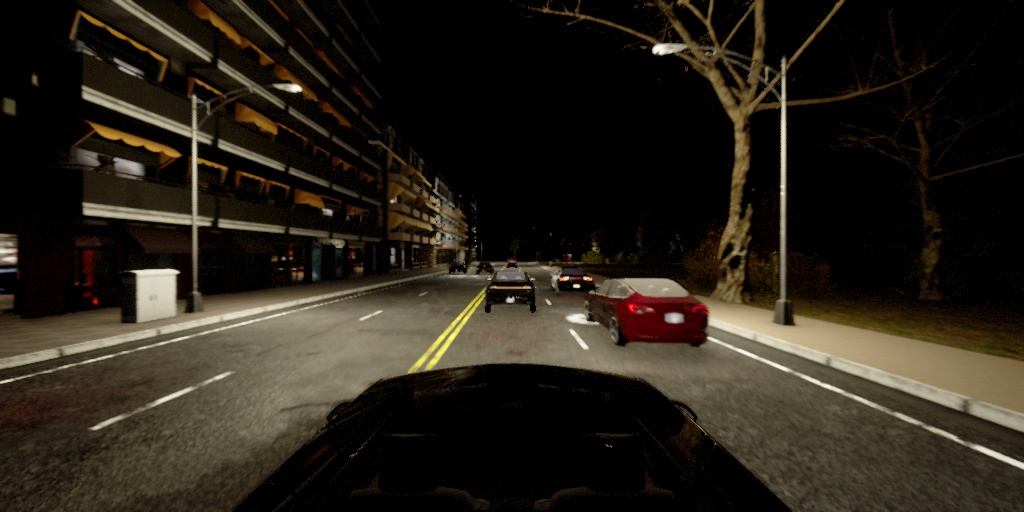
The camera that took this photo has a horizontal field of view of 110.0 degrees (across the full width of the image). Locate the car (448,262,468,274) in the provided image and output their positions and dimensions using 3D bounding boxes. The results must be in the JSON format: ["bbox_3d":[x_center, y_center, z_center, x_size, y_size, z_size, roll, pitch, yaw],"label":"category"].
[{"bbox_3d":[-6.490,1.428,43.843,1.994,1.385,4.181,0,0,0],"label":"car"}]

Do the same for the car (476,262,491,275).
[{"bbox_3d":[-3.245,1.480,43.198,1.812,1.442,4.674,0,0,0],"label":"car"}]

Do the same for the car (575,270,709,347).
[{"bbox_3d":[3.252,1.293,9.523,2.163,1.488,4.792,0,0,0],"label":"car"}]

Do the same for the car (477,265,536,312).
[{"bbox_3d":[-0.046,1.306,14.644,2.128,1.511,4.902,0,0,0],"label":"car"}]

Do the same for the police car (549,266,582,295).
[{"bbox_3d":[3.255,1.348,20.495,2.038,1.542,4.974,0,0,0],"label":"police car"}]
